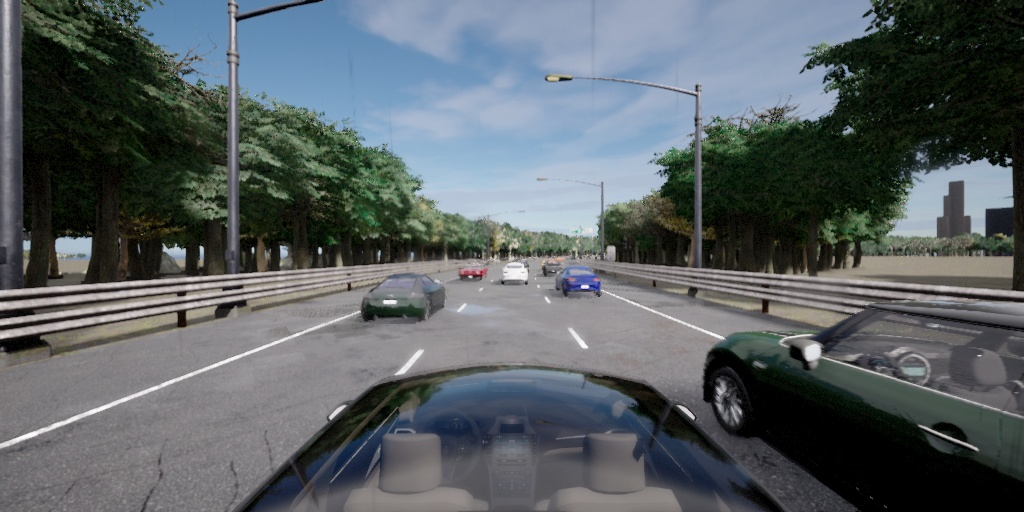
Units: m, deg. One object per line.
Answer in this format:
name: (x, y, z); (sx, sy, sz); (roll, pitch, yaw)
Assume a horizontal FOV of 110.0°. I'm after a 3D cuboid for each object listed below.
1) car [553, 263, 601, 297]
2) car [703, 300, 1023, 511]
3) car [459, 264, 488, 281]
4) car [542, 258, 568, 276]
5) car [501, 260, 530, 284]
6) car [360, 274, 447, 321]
car: (3.417, 1.260, 18.851); (1.812, 1.442, 4.674); (0, 0, 1)
car: (3.452, 1.100, 2.602); (2.097, 1.767, 4.553); (0, 0, -1)
car: (-3.124, 1.318, 30.110); (1.895, 1.301, 4.718); (0, 0, 3)
car: (4.104, 1.200, 36.225); (2.128, 1.511, 4.902); (0, 0, 4)
car: (0.227, 1.250, 26.207); (1.812, 1.442, 4.674); (0, 0, 2)
car: (-3.529, 1.303, 12.372); (1.994, 1.385, 4.181); (0, 0, 0)
